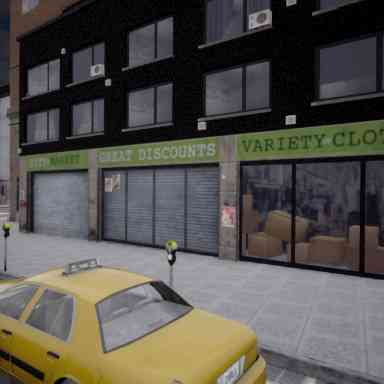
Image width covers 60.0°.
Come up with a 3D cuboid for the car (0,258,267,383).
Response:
[{"bbox_3d":[-1.540,1.524,4.190,4.829,1.417,1.752,0,1,36],"label":"car"}]
